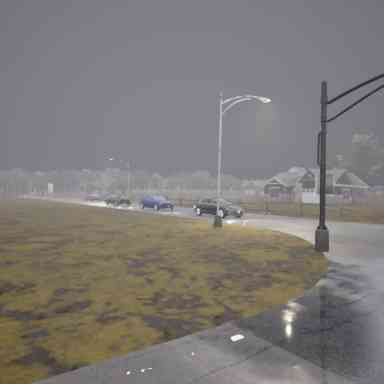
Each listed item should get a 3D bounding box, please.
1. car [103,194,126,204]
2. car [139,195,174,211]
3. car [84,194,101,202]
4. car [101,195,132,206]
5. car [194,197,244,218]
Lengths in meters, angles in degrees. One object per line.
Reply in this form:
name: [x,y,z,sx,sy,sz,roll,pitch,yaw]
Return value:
car: [-12.396,1.087,52.991,1.994,1.385,4.181,2,-1,-35]
car: [-3.739,1.083,34.617,1.882,1.535,5.008,2,0,-36]
car: [-18.194,1.007,61.142,2.033,1.411,5.357,2,-1,-35]
car: [-9.529,1.108,42.770,1.895,1.301,4.718,2,-1,-35]
car: [2.056,1.226,26.470,1.837,1.490,4.892,2,0,-35]
